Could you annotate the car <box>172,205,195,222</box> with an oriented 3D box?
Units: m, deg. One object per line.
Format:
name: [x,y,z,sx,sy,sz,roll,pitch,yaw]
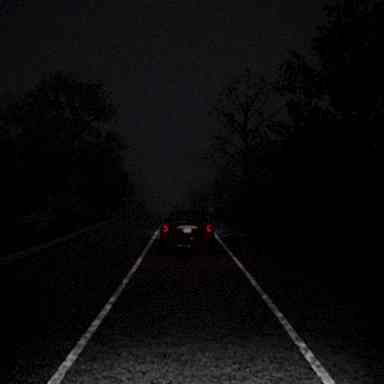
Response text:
car: [-0.786,1.832,29.381,1.895,1.301,4.718,0,-1,-2]

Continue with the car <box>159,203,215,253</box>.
car: [-0.239,1.438,14.268,2.097,1.767,4.553,0,0,-2]

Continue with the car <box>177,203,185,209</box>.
car: [-3.028,3.814,91.115,2.097,1.767,4.553,0,-2,-2]

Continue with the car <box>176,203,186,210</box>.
car: [-2.523,3.431,77.214,2.128,1.511,4.902,0,-2,-2]
